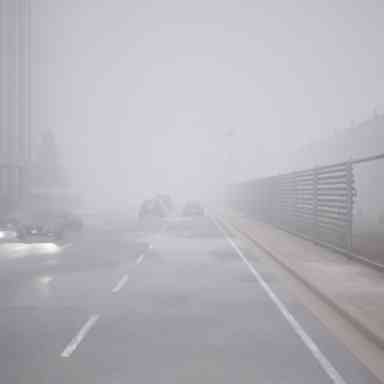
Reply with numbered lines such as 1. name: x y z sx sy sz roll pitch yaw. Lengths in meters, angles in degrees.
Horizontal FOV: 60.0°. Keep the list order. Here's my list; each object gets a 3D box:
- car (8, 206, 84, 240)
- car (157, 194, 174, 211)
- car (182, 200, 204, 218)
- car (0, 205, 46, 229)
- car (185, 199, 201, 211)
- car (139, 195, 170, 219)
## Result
1. car: -7.001 1.572 16.758 1.994 1.385 4.181 0 0 0
2. car: -3.401 1.247 40.606 2.150 2.045 5.566 0 0 0
3. car: 0.114 1.583 30.939 1.994 1.385 4.181 0 0 0
4. car: -10.544 1.556 21.907 2.033 1.411 5.357 0 0 1
5. car: 0.109 1.626 41.973 1.895 1.301 4.718 0 0 0
6. car: -3.394 1.368 29.639 2.097 1.767 4.553 0 0 0
